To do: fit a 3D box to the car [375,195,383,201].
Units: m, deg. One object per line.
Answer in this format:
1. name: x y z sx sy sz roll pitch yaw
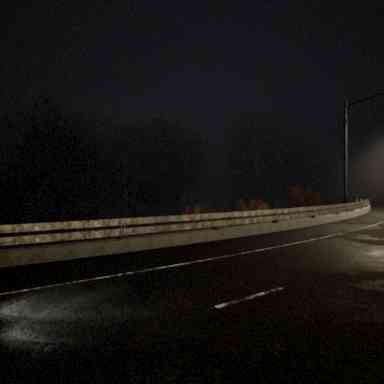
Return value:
1. car: 46.622 1.448 81.354 1.882 1.535 5.008 0 0 5
